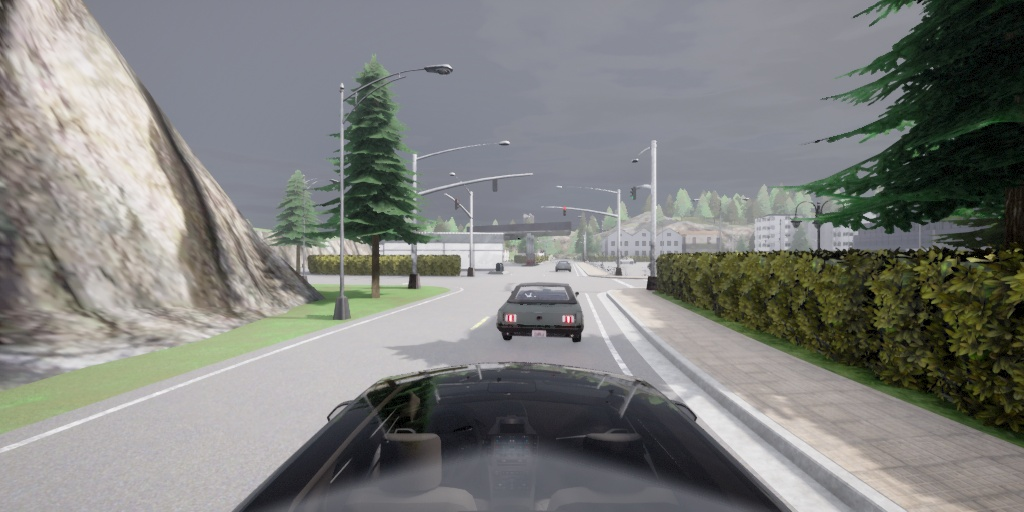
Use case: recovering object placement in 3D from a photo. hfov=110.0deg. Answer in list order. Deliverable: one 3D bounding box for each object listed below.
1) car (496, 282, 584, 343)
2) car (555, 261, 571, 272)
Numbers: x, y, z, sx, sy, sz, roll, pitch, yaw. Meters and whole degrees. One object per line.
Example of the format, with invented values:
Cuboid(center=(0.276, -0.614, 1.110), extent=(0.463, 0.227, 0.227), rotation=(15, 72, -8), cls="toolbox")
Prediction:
Cuboid(center=(0.883, 1.351, 9.760), extent=(1.895, 1.301, 4.718), rotation=(0, 0, 8), cls="car")
Cuboid(center=(6.568, 1.314, 45.826), extent=(1.994, 1.385, 4.181), rotation=(0, 0, 9), cls="car")
